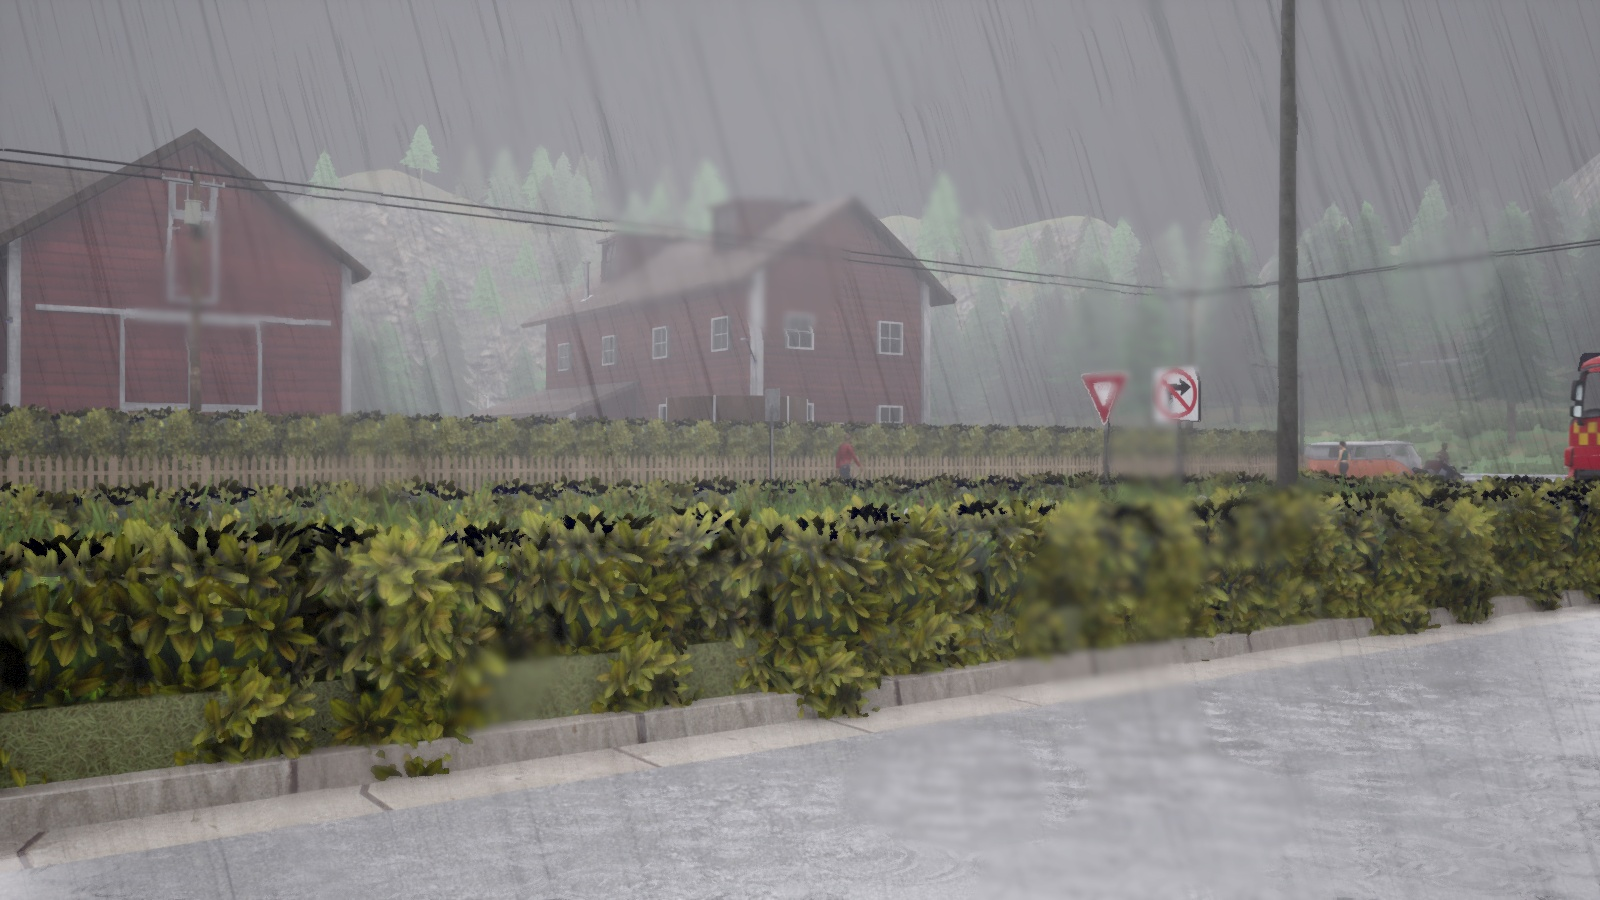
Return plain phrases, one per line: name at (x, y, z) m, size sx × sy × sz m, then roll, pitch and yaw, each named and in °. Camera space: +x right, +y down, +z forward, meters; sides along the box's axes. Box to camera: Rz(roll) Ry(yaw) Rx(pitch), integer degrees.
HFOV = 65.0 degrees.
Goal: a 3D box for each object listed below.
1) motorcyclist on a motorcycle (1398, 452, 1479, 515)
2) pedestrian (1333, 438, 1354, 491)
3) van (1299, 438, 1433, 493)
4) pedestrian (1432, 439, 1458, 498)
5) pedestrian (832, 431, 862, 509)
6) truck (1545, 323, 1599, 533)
motorcyclist on a motorcycle at (16.095, 0.823, 31.631) m, size 2.191 × 1.530 × 0.866 m, roll 0°, pitch 0°, yaw -35°
pedestrian at (18.919, 0.500, 43.717) m, size 0.345 × 1.836 × 0.594 m, roll 0°, pitch 0°, yaw -25°
van at (21.221, 0.568, 47.286) m, size 1.775 × 1.987 × 4.442 m, roll 0°, pitch 0°, yaw -28°
pedestrian at (20.254, 0.584, 39.425) m, size 0.331 × 1.846 × 0.634 m, roll 0°, pitch 0°, yaw -33°
pedestrian at (1.130, 0.472, 30.218) m, size 0.636 × 1.846 × 0.331 m, roll 0°, pitch 0°, yaw -33°
truck at (16.334, -0.404, 20.192) m, size 2.891 × 3.827 × 8.468 m, roll 0°, pitch 0°, yaw -7°
